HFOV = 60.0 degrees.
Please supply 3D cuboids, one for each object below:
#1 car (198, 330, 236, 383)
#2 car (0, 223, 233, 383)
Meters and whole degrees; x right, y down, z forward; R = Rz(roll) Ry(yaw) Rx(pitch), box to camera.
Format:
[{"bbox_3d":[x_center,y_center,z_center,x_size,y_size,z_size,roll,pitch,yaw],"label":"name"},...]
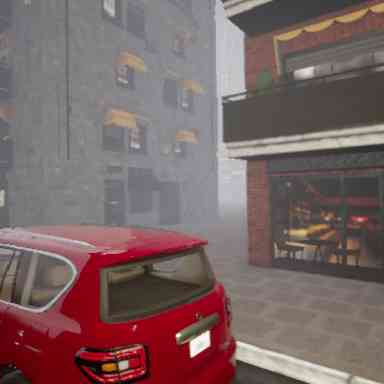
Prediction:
[{"bbox_3d":[2.510,1.526,0.949,4.829,1.417,1.752,0,-1,36],"label":"car"},{"bbox_3d":[-1.879,1.314,4.086,5.009,1.841,2.192,0,-1,36],"label":"car"}]
